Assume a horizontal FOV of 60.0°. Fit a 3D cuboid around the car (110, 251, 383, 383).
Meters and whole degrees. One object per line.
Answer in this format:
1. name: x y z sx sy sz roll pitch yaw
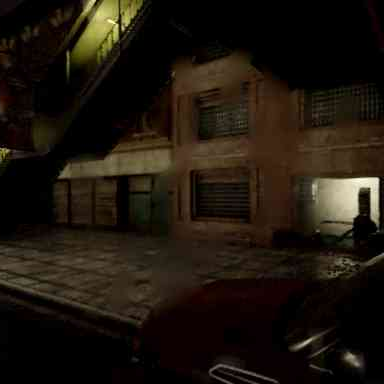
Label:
1. car: 2.008 1.220 1.894 5.566 2.045 2.435 -1 0 35
